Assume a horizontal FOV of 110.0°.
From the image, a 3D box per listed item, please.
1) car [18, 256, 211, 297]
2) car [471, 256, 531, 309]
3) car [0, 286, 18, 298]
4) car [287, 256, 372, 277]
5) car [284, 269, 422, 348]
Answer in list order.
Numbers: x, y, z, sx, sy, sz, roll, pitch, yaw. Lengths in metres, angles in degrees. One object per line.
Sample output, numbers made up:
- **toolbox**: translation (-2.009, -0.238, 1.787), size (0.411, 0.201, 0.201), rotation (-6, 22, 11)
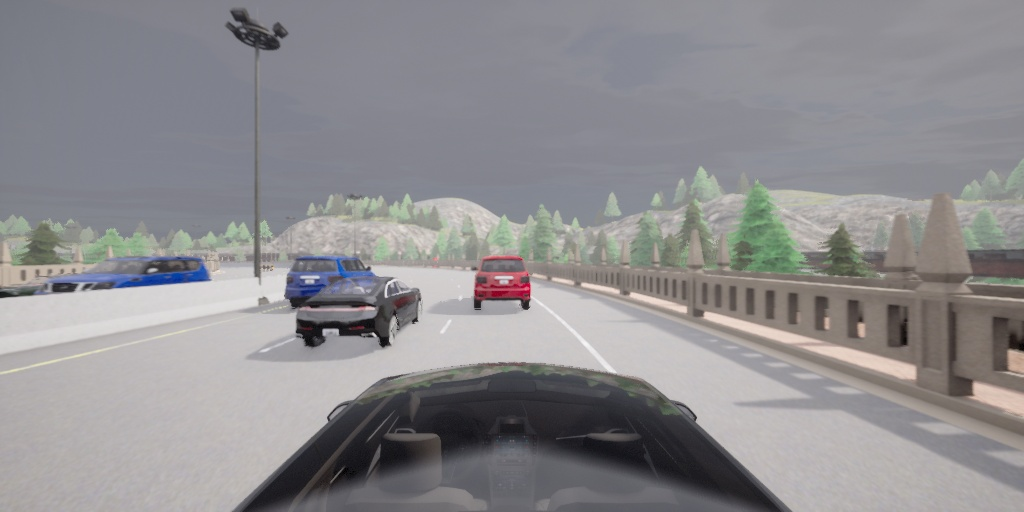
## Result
- **car**: translation (-14.671, 1.027, 14.152), size (2.150, 2.045, 5.566), rotation (0, 0, -6)
- **car**: translation (-0.550, 1.026, 15.351), size (2.150, 2.045, 5.566), rotation (0, 0, -6)
- **car**: translation (-18.211, 1.409, 14.484), size (1.895, 1.301, 4.718), rotation (0, 0, -7)
- **car**: translation (-7.605, 1.030, 15.637), size (2.150, 2.045, 5.566), rotation (0, 0, -6)
- **car**: translation (-3.624, 1.271, 9.346), size (2.128, 1.511, 4.902), rotation (0, 0, -3)
